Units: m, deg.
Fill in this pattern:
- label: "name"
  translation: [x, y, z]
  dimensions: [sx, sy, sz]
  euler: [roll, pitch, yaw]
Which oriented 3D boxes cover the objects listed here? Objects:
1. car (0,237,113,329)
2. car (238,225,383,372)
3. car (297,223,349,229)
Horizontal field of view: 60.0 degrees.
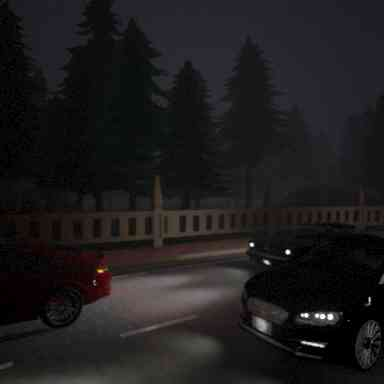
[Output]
- label: "car"
  translation: [-3.688, 1.526, 5.519]
  dimensions: [4.674, 1.442, 1.812]
  euler: [0, 0, -33]
- label: "car"
  translation: [3.025, 1.529, 5.731]
  dimensions: [4.902, 1.511, 2.128]
  euler: [0, 0, -31]
- label: "car"
  translation: [4.012, 1.661, 10.360]
  dimensions: [4.718, 1.301, 1.895]
  euler: [0, 0, -29]
